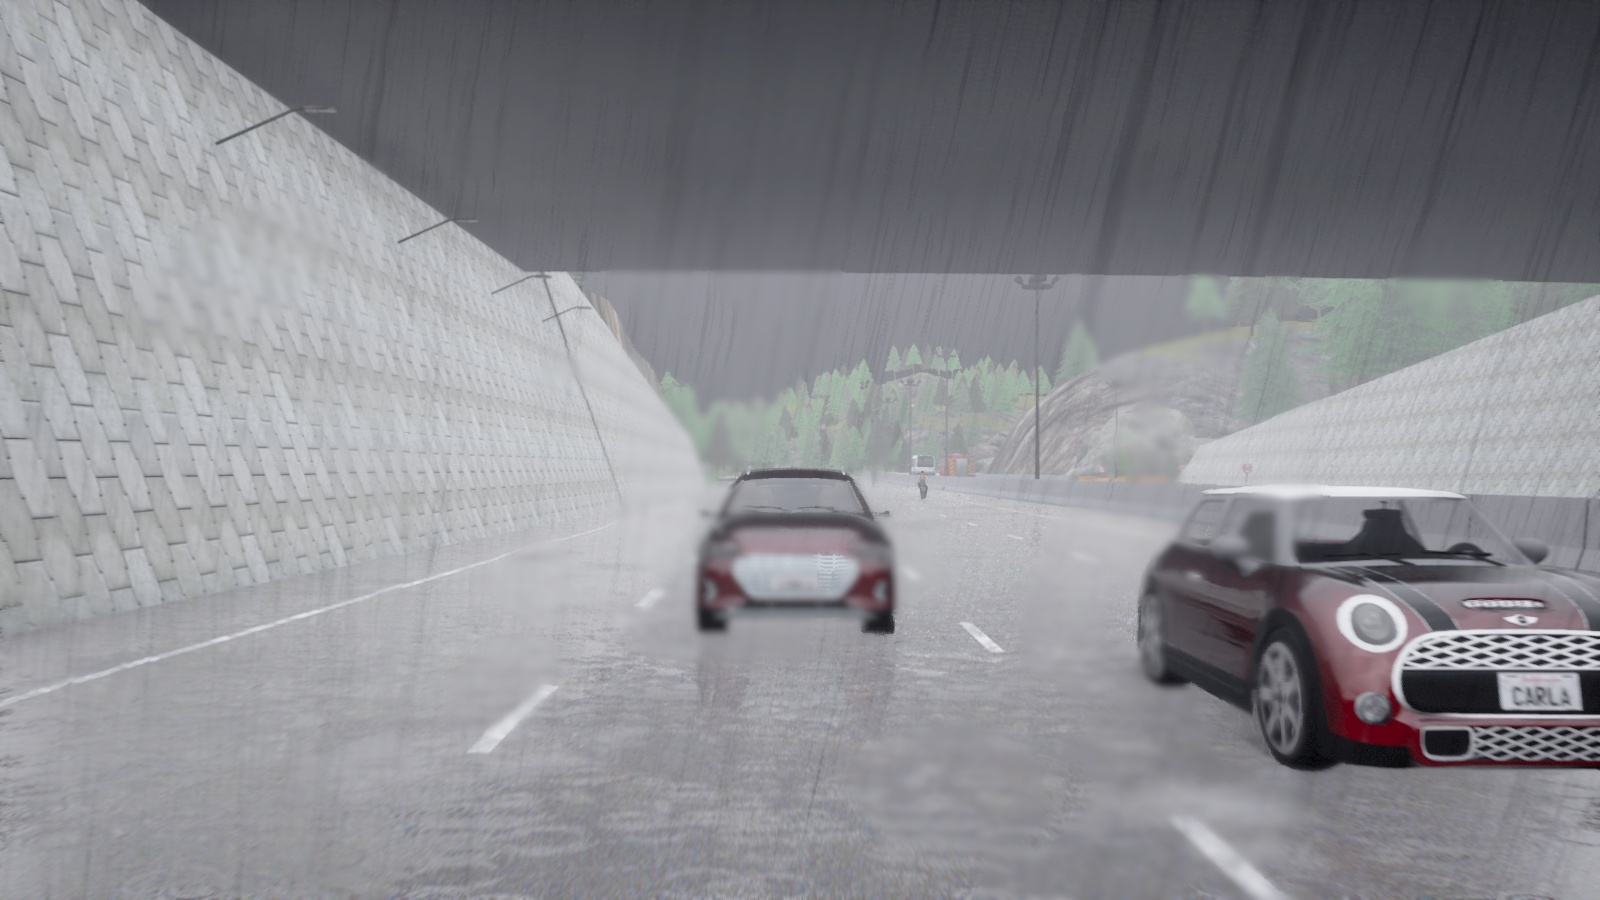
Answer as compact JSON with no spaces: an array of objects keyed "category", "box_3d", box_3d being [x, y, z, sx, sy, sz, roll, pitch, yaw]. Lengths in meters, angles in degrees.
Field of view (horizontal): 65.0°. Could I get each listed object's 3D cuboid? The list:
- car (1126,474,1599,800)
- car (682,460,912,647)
[{"category":"car","box_3d":[3.481,0.894,7.673,1.970,1.475,3.806,0,-1,0]},{"category":"car","box_3d":[-0.033,0.974,13.601,2.033,1.649,4.856,0,-1,0]}]
